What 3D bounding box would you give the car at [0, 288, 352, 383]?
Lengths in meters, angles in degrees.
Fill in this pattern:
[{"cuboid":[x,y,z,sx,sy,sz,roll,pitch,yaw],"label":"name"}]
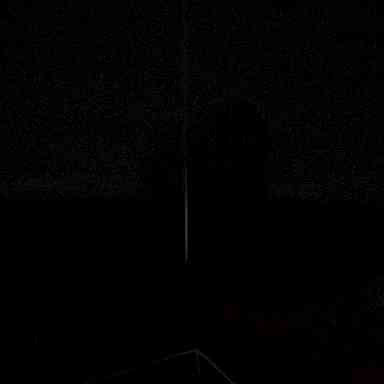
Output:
[{"cuboid":[-0.953,1.599,2.392,4.718,1.301,1.895,0,0,-35],"label":"car"}]
